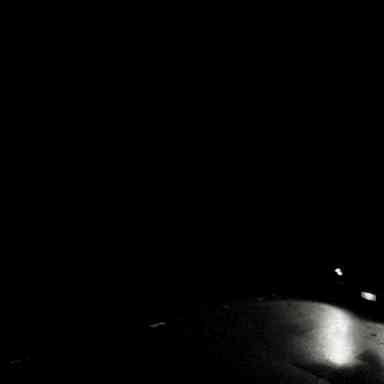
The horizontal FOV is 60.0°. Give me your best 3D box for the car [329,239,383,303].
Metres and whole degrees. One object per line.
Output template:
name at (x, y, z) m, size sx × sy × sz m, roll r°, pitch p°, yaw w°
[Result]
car at (5.502, 1.539, 7.616) m, size 5.357 × 1.411 × 2.033 m, roll 0°, pitch 0°, yaw -33°
